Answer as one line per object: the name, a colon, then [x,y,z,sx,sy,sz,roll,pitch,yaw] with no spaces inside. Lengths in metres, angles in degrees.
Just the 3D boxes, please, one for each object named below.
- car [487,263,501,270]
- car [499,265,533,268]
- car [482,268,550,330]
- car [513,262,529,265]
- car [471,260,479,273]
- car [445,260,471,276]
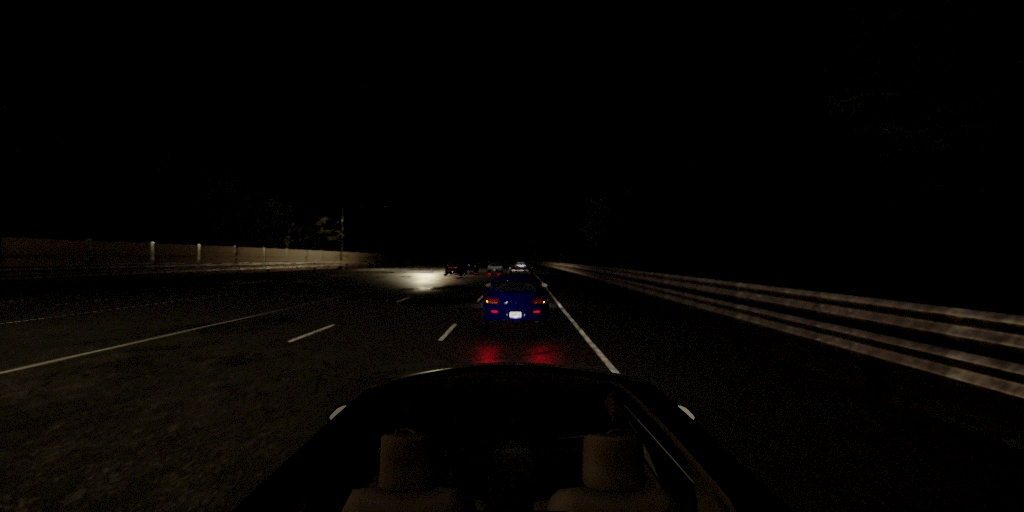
car: [-2.299,1.613,49.780,1.895,1.301,4.718,0,-1,1]
car: [0.383,1.379,21.077,1.895,1.301,4.718,0,0,2]
car: [0.135,1.274,11.054,1.812,1.442,4.674,0,0,1]
car: [0.734,1.330,29.762,2.128,1.511,4.902,0,0,2]
car: [-5.791,1.345,49.706,2.097,1.767,4.553,0,0,-2]
car: [-6.025,1.392,39.001,1.837,1.490,4.892,0,-1,1]
